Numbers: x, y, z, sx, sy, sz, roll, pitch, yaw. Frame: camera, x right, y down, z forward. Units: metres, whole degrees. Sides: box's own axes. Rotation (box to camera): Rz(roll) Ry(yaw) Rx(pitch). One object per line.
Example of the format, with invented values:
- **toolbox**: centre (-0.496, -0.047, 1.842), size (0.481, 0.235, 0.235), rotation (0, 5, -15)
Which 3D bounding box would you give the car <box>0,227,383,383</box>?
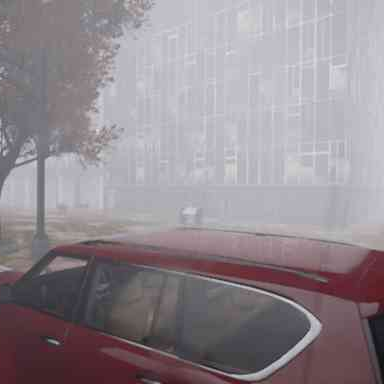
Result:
- **car**: centre (-0.430, 1.289, 3.190), size (5.009, 1.841, 2.192), rotation (1, 0, 36)
